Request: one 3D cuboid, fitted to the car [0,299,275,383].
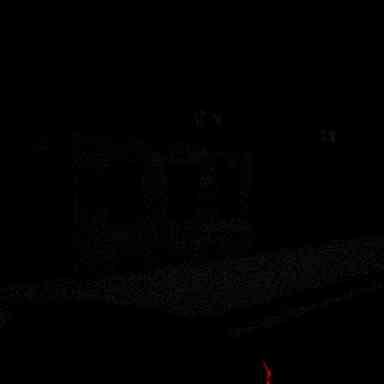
[{"bbox_3d":[-1.336,1.564,2.117,4.181,1.385,1.994,0,0,-35],"label":"car"}]
